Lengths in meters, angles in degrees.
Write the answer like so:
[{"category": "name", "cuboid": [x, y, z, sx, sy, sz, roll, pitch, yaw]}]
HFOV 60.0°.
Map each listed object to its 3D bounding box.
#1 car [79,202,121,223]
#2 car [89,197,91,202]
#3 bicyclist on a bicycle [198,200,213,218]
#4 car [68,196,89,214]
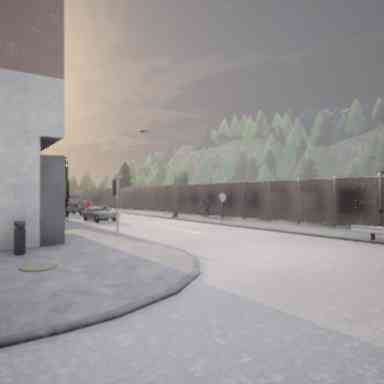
[{"category": "car", "cuboid": [-7.425, 1.777, 27.149, 1.895, 1.301, 4.718, 0, 0, -34]}, {"category": "car", "cuboid": [-16.095, 1.538, 47.648, 2.150, 2.045, 5.566, 0, 0, -33]}, {"category": "bicyclist on a bicycle", "cuboid": [1.178, 1.511, 29.382, 1.656, 1.620, 0.582, 0, 0, -34]}, {"category": "car", "cuboid": [-13.358, 1.465, 36.067, 2.150, 2.045, 5.566, 0, 0, -34]}]
